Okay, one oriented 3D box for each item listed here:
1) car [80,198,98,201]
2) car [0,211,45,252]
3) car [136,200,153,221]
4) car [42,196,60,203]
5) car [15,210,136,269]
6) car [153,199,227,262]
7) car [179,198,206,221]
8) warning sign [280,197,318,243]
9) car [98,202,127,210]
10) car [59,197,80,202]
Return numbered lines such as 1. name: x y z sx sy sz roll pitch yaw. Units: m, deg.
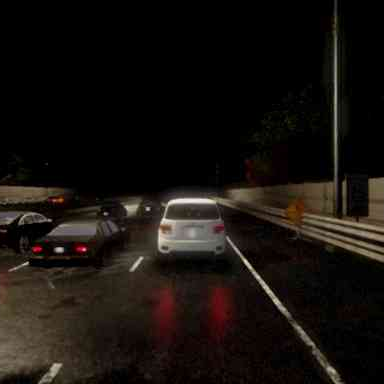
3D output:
1. car: -17.521 1.791 58.698 1.895 1.301 4.718 0 0 1
2. car: -6.956 1.529 13.446 2.128 1.511 4.902 0 0 1
3. car: -3.452 1.433 28.368 2.097 1.767 4.553 0 0 1
4. car: -24.519 1.542 58.578 2.097 1.767 4.553 0 0 1
5. car: -3.478 1.578 11.260 2.033 1.411 5.357 0 0 0
6. car: 0.032 1.257 12.374 2.150 2.045 5.566 0 0 0
7. car: 0.048 1.433 28.377 2.097 1.767 4.553 0 0 1
8. warning sign: 4.547 1.154 14.232 1.300 1.860 1.060 0 -1 0
9. car: -6.944 1.609 29.197 1.812 1.442 4.674 0 0 1
10. car: -21.022 1.694 58.546 1.837 1.490 4.892 0 0 1
